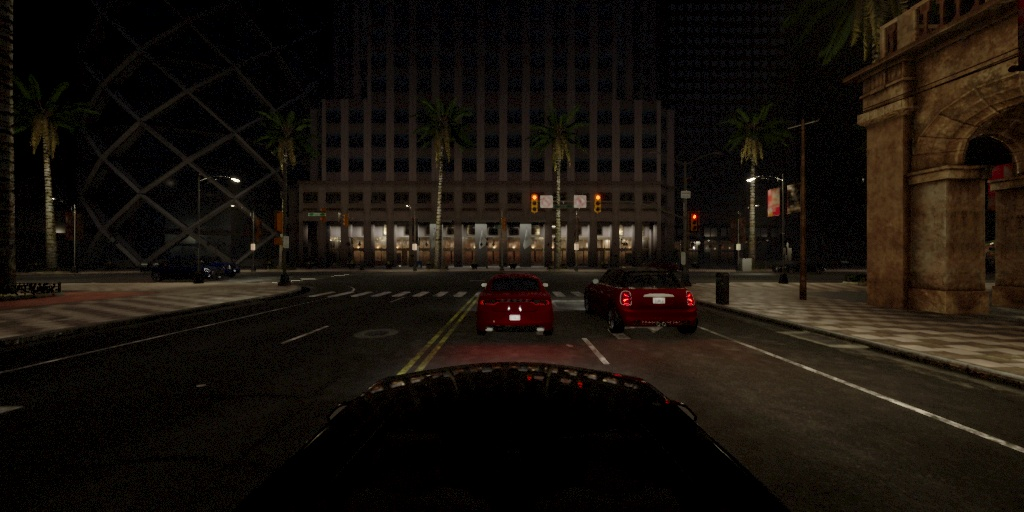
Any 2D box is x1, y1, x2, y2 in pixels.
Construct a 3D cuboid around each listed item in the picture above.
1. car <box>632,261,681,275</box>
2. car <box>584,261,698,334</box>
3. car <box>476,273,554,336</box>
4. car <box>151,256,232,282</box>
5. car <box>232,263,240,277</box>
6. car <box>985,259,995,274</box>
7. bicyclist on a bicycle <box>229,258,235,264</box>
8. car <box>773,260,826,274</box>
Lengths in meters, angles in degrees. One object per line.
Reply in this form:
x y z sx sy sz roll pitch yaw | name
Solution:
15.802 1.275 39.440 4.674 1.442 1.812 0 0 0 | car
3.582 1.102 10.835 2.097 1.767 4.553 0 0 0 | car
0.081 1.228 10.494 1.882 1.535 5.008 0 0 0 | car
-25.627 1.102 28.553 4.553 1.767 2.097 0 0 -3 | car
-27.668 0.972 32.048 5.566 2.045 2.150 0 0 -3 | car
50.637 1.257 39.290 4.892 1.490 1.837 1 0 0 | car
-35.747 1.050 45.753 0.582 1.620 1.656 0 0 -12 | bicyclist on a bicycle
31.533 1.242 39.389 4.902 1.511 2.128 0 0 0 | car
